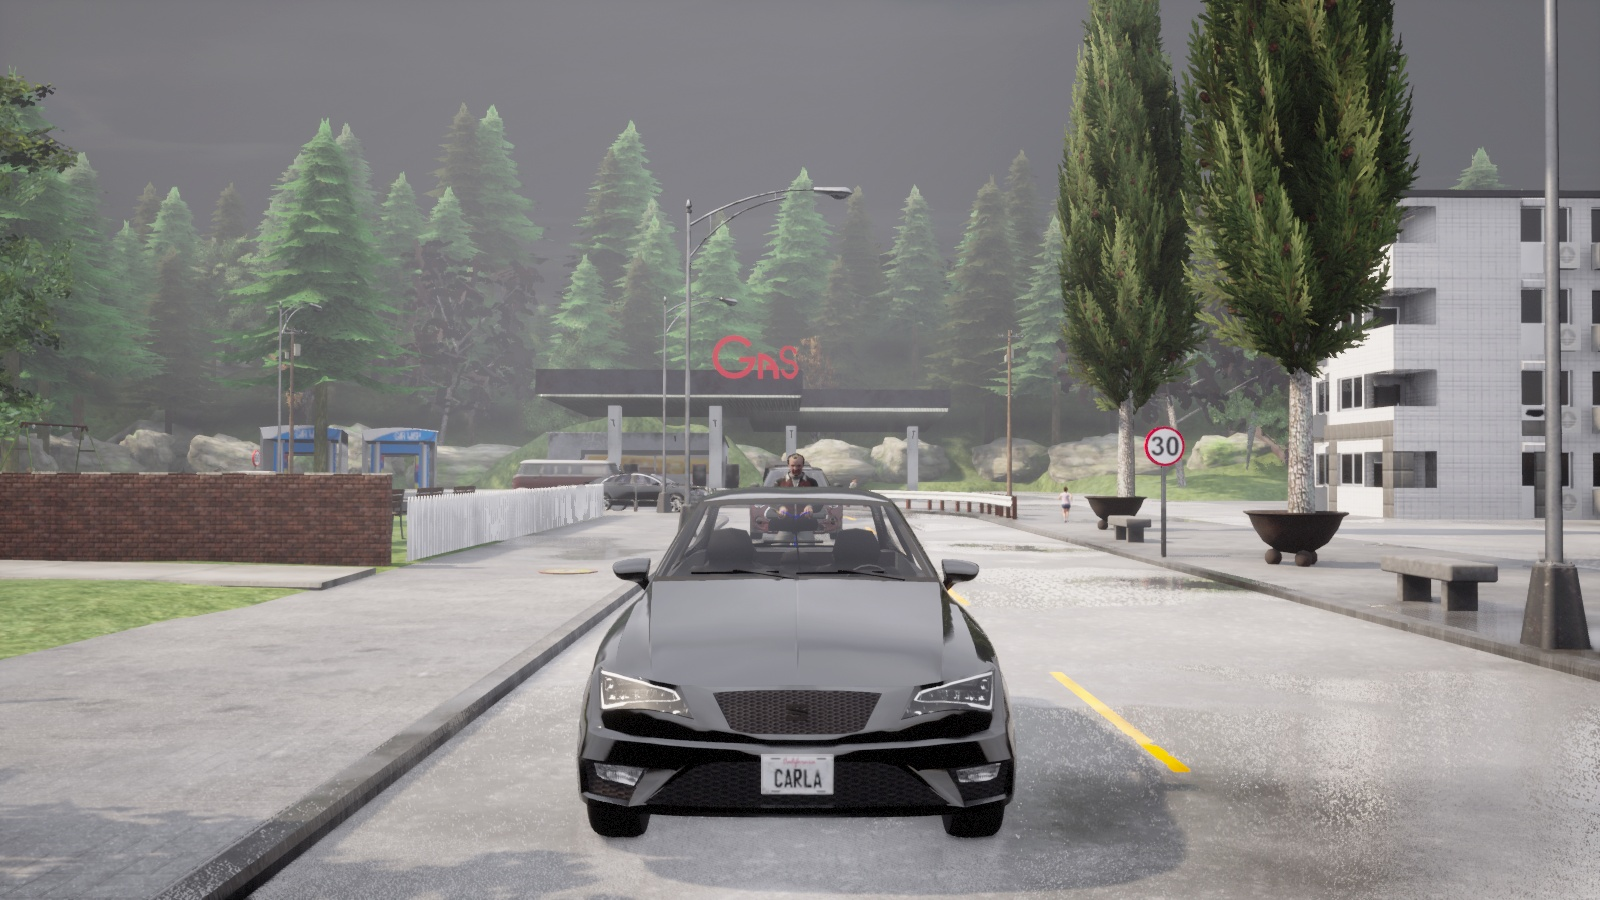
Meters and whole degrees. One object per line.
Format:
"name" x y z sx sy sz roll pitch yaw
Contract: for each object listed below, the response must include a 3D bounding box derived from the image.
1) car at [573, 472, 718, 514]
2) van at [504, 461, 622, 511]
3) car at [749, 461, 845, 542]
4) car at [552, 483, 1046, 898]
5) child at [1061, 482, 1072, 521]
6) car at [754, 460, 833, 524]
"car" -5.694 1.573 46.617 4.902 1.511 2.128 0 -1 14
"van" -9.627 1.464 51.239 4.442 1.987 1.775 0 -1 4
"car" -0.079 1.172 29.787 2.097 1.767 4.553 0 -1 0
"car" -0.018 0.941 6.728 1.816 1.474 4.193 0 -1 0
"child" 7.708 1.483 36.371 0.255 1.110 0.394 0 -1 5
"car" -0.251 1.265 38.982 1.905 1.878 3.866 0 -1 -9
